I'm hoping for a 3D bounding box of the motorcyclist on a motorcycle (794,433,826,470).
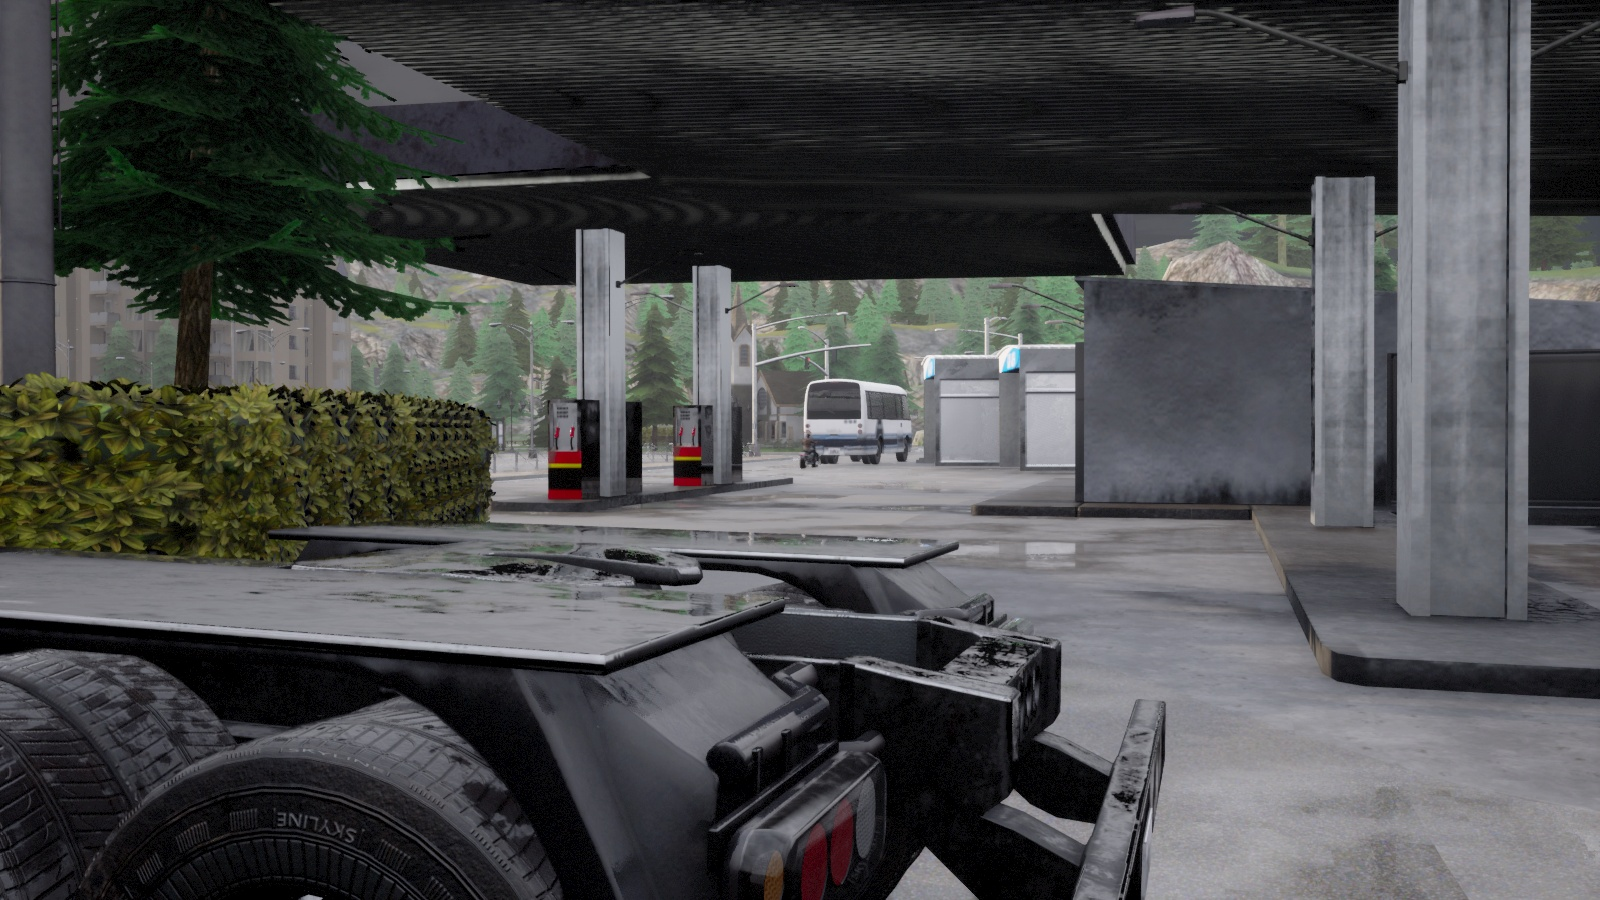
[{"bbox_3d":[0.466,0.046,57.714,0.766,1.649,2.350,1,1,19],"label":"motorcyclist on a motorcycle"}]

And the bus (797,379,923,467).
[{"bbox_3d":[3.382,-1.408,66.345,3.944,4.253,10.273,1,1,19],"label":"bus"}]

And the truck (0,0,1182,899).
[{"bbox_3d":[-2.955,-0.168,4.152,7.936,3.462,2.891,1,0,18],"label":"truck"}]
